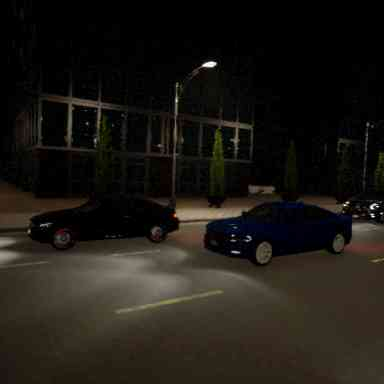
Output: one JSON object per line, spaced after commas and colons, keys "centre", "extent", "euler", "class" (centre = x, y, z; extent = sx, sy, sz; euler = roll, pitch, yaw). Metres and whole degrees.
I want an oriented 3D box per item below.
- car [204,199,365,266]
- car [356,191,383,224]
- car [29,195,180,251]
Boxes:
{"centre": [2.678, 1.042, 9.886], "extent": [5.008, 1.535, 1.882], "euler": [0, 4, -33], "class": "car"}
{"centre": [10.777, 0.737, 19.192], "extent": [4.553, 1.767, 2.097], "euler": [0, 4, -32], "class": "car"}
{"centre": [-2.607, 0.851, 10.644], "extent": [4.674, 1.442, 1.812], "euler": [0, 3, -31], "class": "car"}
